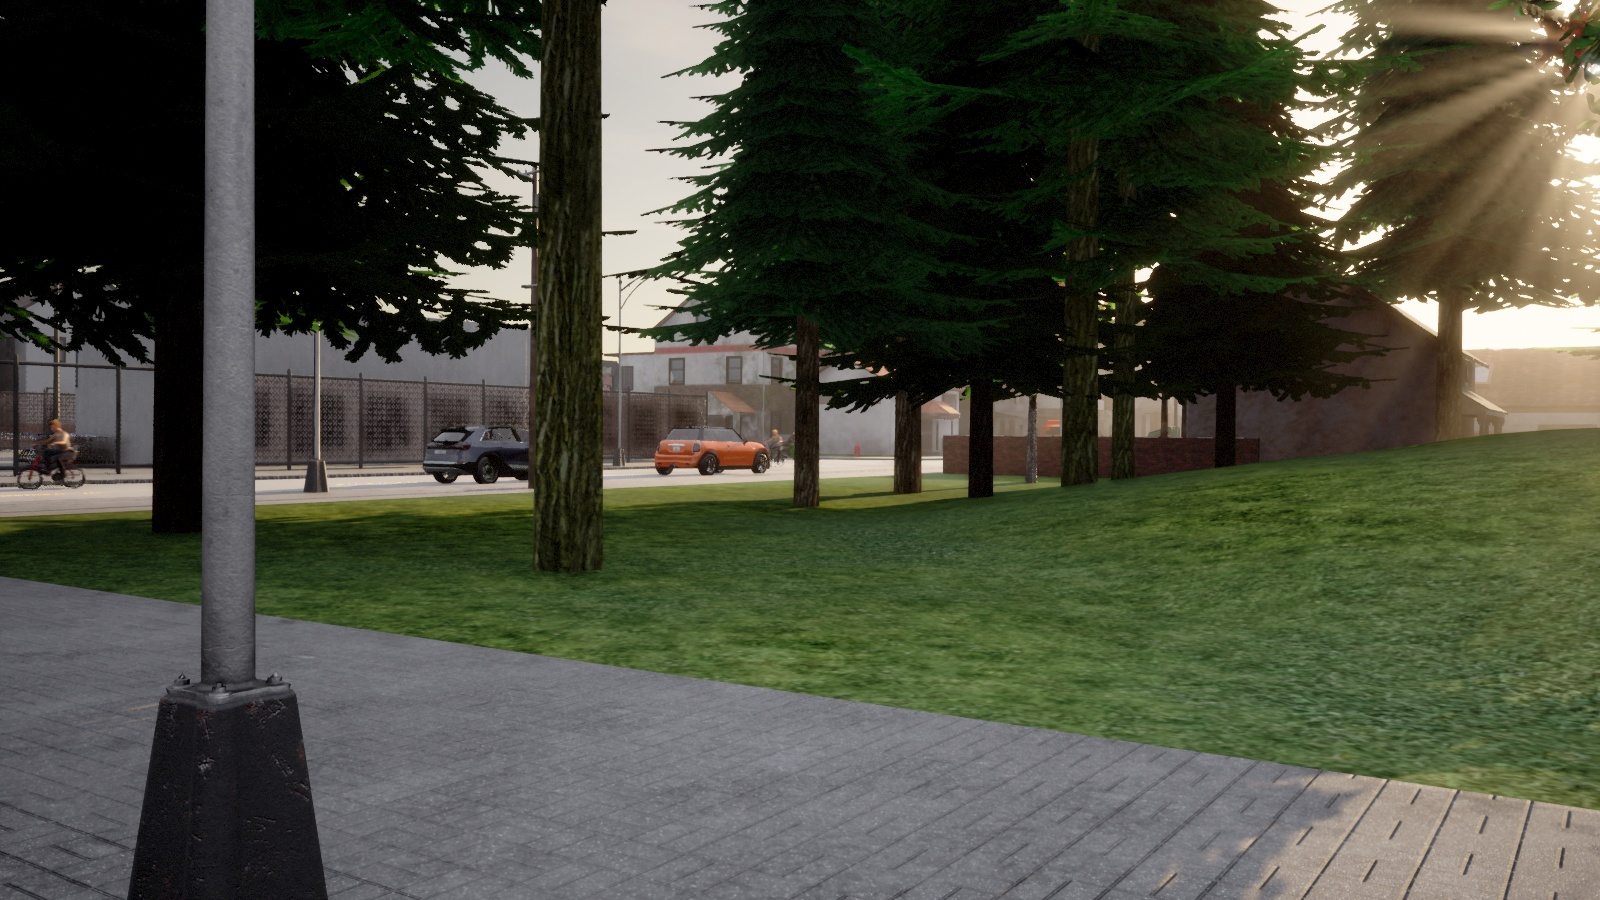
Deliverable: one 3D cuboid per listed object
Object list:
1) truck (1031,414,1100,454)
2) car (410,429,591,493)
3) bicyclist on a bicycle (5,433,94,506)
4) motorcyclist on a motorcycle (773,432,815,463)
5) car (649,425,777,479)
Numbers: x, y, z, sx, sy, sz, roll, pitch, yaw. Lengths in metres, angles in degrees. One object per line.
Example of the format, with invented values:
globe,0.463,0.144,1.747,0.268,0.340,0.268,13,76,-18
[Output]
truck,17.161,-1.016,80.939,2.627,2.467,5.204,0,1,33
car,-8.315,0.255,35.293,2.033,1.649,4.856,0,1,34
bicyclist on a bicycle,-17.305,0.429,28.988,0.866,1.612,1.509,0,1,33
motorcyclist on a motorcycle,-0.308,-0.152,63.569,2.044,1.523,0.797,0,2,41
car,-2.931,0.024,43.387,2.097,1.767,4.553,0,1,33
